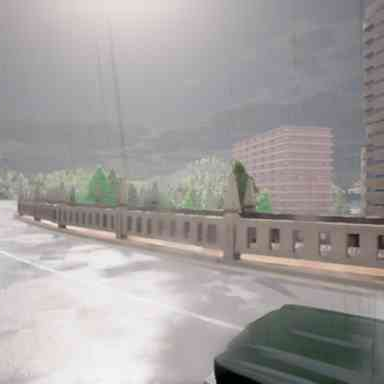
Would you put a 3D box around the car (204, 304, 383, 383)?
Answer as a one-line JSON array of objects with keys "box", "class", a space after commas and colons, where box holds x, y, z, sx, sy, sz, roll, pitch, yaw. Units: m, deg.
[{"box": [2.435, 1.616, 2.297, 4.718, 1.301, 1.895, 0, 0, 36], "class": "car"}]
